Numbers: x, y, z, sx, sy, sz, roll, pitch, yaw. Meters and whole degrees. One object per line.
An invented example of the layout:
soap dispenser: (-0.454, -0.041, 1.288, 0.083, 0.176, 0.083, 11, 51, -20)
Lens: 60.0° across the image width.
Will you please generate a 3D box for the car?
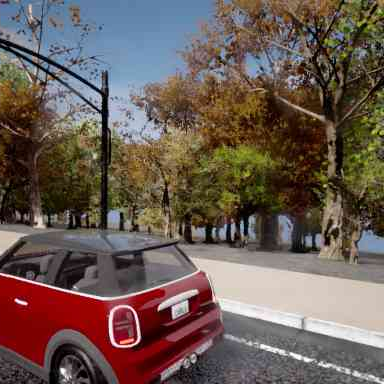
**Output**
car: (-1.861, 1.351, 5.012, 4.553, 1.767, 2.097, 0, 0, 36)
